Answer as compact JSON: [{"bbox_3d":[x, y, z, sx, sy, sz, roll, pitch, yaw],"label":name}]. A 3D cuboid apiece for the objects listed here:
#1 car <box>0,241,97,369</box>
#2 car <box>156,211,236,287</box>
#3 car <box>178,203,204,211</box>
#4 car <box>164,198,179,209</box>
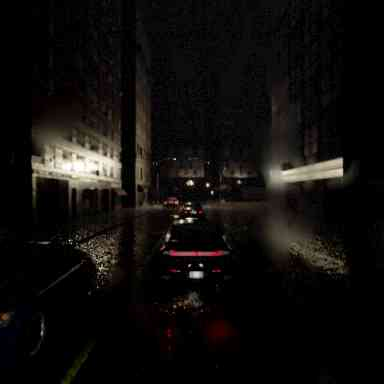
[{"bbox_3d":[-3.100,1.587,5.758,1.994,1.385,4.181,0,0,0],"label":"car"},{"bbox_3d":[0.095,1.529,9.396,2.128,1.511,4.902,0,0,0],"label":"car"},{"bbox_3d":[0.096,1.663,29.158,2.033,1.411,5.357,0,0,0],"label":"car"},{"bbox_3d":[-3.009,1.625,49.265,2.097,1.767,4.553,0,0,0],"label":"car"}]
